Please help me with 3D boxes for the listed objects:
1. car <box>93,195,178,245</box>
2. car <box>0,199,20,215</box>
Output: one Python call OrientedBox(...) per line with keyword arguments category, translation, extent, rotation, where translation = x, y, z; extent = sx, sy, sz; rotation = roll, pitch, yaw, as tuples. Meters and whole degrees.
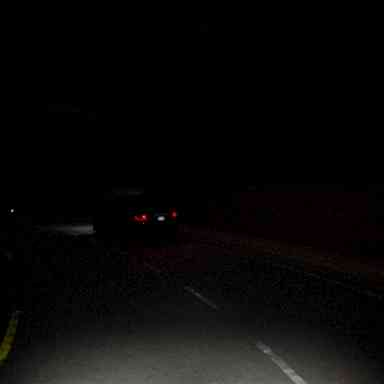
OrientedBox(category="car", translation=(-2.800, 1.154, 15.653), extent=(2.150, 2.045, 5.566), rotation=(0, 0, -35))
OrientedBox(category="car", translation=(-17.349, 1.366, 30.211), extent=(4.892, 1.490, 1.837), rotation=(0, 0, 40))
